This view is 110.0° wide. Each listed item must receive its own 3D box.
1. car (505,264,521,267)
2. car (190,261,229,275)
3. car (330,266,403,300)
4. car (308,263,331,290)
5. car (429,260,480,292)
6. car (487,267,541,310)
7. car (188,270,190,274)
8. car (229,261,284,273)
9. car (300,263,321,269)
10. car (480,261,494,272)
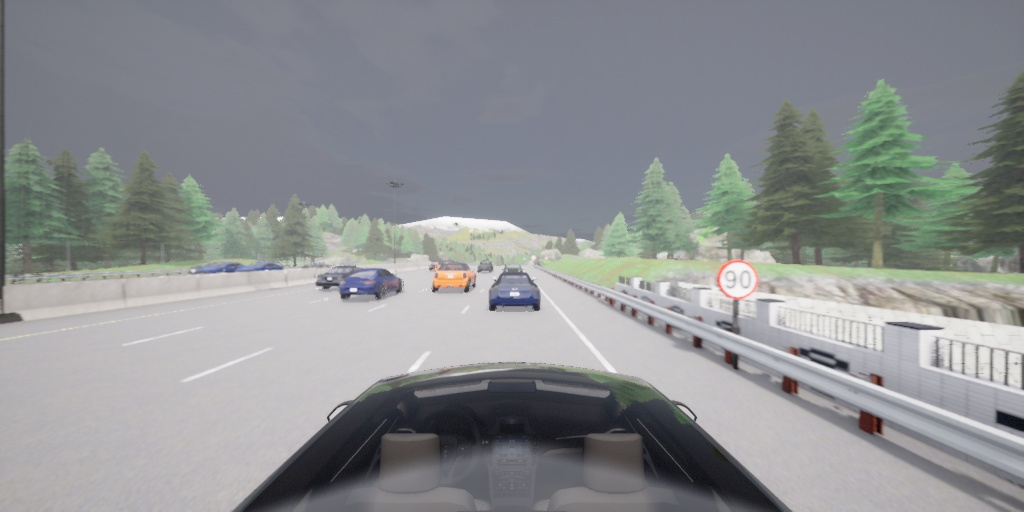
[{"bbox_3d":[0.096,1.431,35.988,1.895,1.301,4.718,0,0,0],"label":"car"},{"bbox_3d":[-28.080,1.309,35.087,1.882,1.535,5.008,0,0,0],"label":"car"},{"bbox_3d":[-6.900,1.311,17.902,1.812,1.442,4.674,0,0,0],"label":"car"},{"bbox_3d":[-10.402,1.346,22.978,2.033,1.411,5.357,0,0,0],"label":"car"},{"bbox_3d":[-3.401,1.148,21.924,2.097,1.767,4.553,0,0,0],"label":"car"},{"bbox_3d":[0.099,1.341,14.928,1.994,1.385,4.181,0,0,0],"label":"car"},{"bbox_3d":[-31.563,1.327,38.027,2.128,1.511,4.902,0,0,0],"label":"car"},{"bbox_3d":[-24.582,1.309,35.110,1.882,1.535,5.008,0,0,0],"label":"car"},{"bbox_3d":[-21.069,1.405,38.593,1.994,1.385,4.181,0,0,0],"label":"car"},{"bbox_3d":[-3.404,1.350,47.067,2.128,1.511,4.902,0,0,0],"label":"car"}]
